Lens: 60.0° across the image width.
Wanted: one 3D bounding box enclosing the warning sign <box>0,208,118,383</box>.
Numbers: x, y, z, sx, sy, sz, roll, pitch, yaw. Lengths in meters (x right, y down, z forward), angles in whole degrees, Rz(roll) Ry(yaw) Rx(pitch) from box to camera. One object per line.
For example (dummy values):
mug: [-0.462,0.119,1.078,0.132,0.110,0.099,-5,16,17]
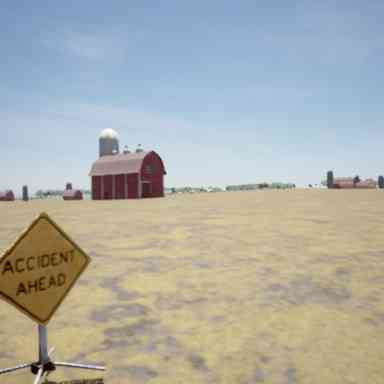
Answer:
warning sign: [-1.711,1.152,3.796,1.060,1.860,1.300,-1,0,36]
